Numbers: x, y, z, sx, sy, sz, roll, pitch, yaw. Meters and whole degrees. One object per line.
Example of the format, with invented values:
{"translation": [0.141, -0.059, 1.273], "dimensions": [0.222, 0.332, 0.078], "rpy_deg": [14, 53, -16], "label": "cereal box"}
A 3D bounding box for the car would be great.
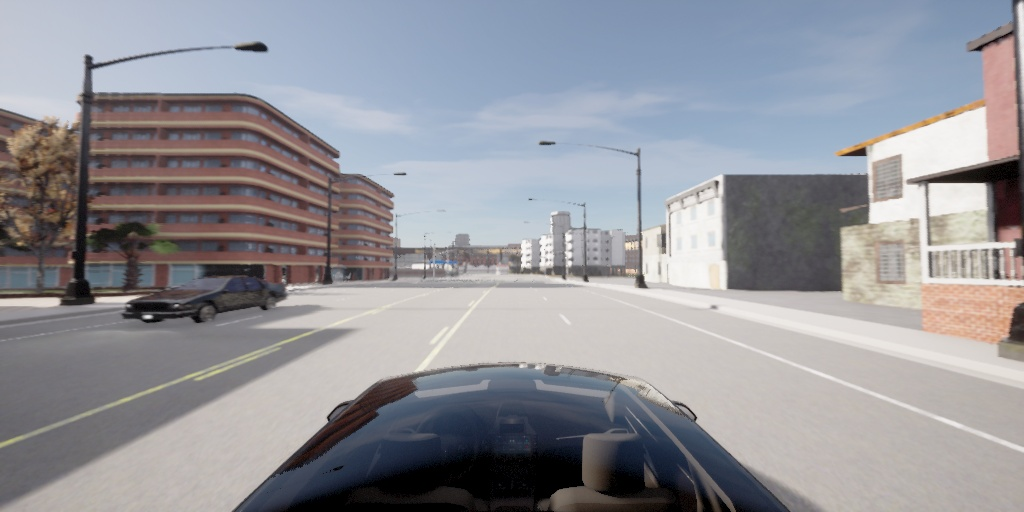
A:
{"translation": [-10.498, 1.424, 12.999], "dimensions": [2.033, 1.411, 5.357], "rpy_deg": [0, -1, 0], "label": "car"}
